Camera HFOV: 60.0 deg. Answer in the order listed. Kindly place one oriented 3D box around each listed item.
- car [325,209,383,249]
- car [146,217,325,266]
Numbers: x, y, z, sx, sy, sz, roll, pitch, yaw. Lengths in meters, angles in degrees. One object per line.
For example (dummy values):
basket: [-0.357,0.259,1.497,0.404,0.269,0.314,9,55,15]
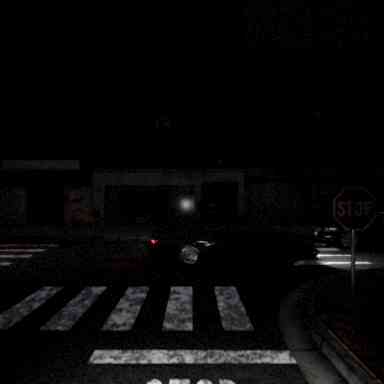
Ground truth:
car: [7.656,1.462,13.914,4.902,1.511,2.128,0,0,0]
car: [1.239,1.541,10.968,5.357,1.411,2.033,0,0,0]
